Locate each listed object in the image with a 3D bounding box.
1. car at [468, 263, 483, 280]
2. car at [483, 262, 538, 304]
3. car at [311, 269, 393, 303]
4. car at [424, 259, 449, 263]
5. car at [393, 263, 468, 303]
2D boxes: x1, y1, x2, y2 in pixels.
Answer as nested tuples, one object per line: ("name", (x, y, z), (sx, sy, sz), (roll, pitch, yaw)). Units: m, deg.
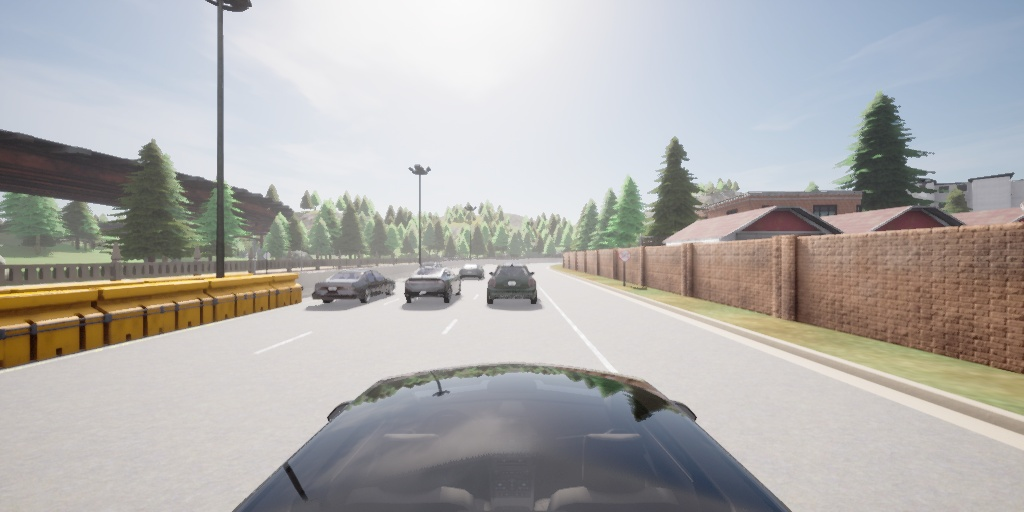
("car", (-3.500, 1.322, 31.500), (1.994, 1.385, 4.181), (0, 0, 0))
("car", (0.000, 1.116, 16.470), (2.097, 1.767, 4.553), (0, 0, 0))
("car", (-7.000, 1.313, 16.500), (2.033, 1.411, 5.357), (0, 0, 0))
("car", (-7.000, 1.266, 31.500), (1.837, 1.490, 4.892), (0, 0, 0))
("car", (-3.500, 1.245, 16.500), (2.128, 1.511, 4.902), (0, 0, 0))
